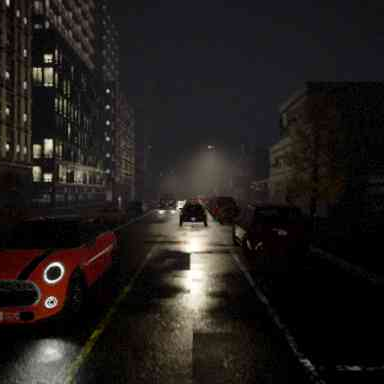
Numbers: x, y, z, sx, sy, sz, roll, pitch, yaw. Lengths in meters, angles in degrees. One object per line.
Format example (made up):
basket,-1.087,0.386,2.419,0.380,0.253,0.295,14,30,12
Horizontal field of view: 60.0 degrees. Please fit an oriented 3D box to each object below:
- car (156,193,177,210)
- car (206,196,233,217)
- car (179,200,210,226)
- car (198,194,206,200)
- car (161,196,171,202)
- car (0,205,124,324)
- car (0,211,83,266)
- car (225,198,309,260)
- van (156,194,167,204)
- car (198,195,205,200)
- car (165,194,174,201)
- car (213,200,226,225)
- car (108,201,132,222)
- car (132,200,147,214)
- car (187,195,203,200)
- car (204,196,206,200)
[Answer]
car,-3.116,1.201,43.820,2.150,2.045,5.566,0,0,0
car,2.677,1.298,28.896,2.192,1.841,5.009,0,0,0
car,0.086,1.511,23.305,1.812,1.442,4.674,0,0,0
car,2.641,1.428,89.802,1.967,1.590,4.097,0,0,0
car,-5.730,1.507,73.019,1.752,1.417,4.829,0,0,0
car,-3.094,1.347,7.433,2.097,1.767,4.553,0,0,0
car,-5.694,1.536,12.282,1.887,1.381,4.507,0,0,0
car,2.687,1.306,12.284,2.192,1.841,5.009,0,0,0
van,-5.723,1.320,62.115,1.690,1.788,3.998,0,0,0
car,2.638,1.573,95.339,1.802,1.307,4.206,0,0,0
car,-5.736,1.426,84.263,1.967,1.590,4.097,0,0,0
car,2.679,1.510,23.528,1.752,1.417,4.829,0,0,0
car,-5.701,1.511,23.186,1.752,1.417,4.829,0,0,0
car,-5.708,1.548,34.430,1.947,1.339,4.313,0,0,0
car,0.076,1.457,44.707,1.882,1.535,5.008,0,0,0
car,2.674,1.297,34.432,2.192,1.841,5.009,0,0,0
